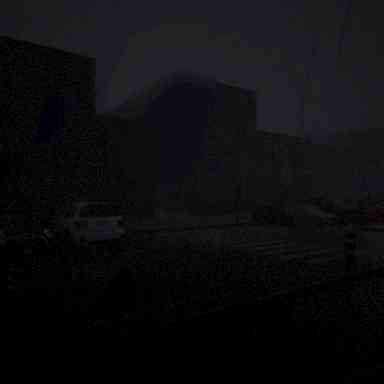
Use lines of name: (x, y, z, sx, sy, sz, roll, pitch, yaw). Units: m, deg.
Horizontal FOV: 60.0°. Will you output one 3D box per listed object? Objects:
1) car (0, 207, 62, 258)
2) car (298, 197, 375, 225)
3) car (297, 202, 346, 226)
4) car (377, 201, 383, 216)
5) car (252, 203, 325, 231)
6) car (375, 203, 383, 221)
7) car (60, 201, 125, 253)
car: (-7.139, 1.567, 13.591, 2.185, 1.767, 4.553, 0, -1, -35)
car: (10.761, 1.459, 26.276, 2.435, 2.045, 5.566, 0, -1, -35)
car: (8.499, 1.752, 24.698, 2.002, 1.452, 4.674, 0, -1, -35)
car: (21.974, 1.744, 34.301, 2.002, 1.452, 4.674, 0, -1, -35)
car: (6.271, 1.741, 23.072, 2.163, 1.488, 4.792, 0, -1, -35)
car: (13.009, 1.584, 27.873, 2.185, 1.767, 4.553, 0, -1, -35)
car: (-4.992, 1.447, 15.119, 2.435, 2.045, 5.566, 0, -1, -35)
